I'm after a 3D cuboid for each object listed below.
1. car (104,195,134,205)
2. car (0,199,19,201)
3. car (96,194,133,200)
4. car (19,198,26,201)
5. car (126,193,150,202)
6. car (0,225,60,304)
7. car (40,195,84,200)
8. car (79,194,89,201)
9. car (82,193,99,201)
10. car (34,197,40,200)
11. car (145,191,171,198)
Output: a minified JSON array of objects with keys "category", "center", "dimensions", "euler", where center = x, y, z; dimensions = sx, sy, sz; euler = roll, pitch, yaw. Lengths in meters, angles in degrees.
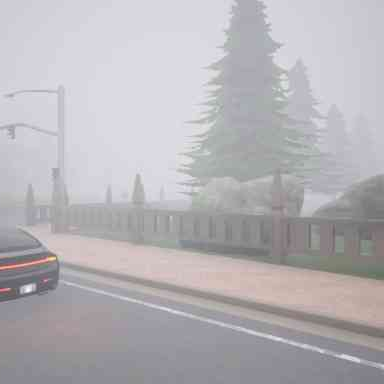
[{"category":"car","center":[-12.647,1.384,57.722],"dimensions":[2.128,1.511,4.902],"euler":[0,2,36]},{"category":"car","center":[-22.619,1.564,37.788],"dimensions":[1.994,1.385,4.181],"euler":[0,0,36]},{"category":"car","center":[-12.151,1.479,52.399],"dimensions":[1.837,1.490,4.892],"euler":[0,1,36]},{"category":"car","center":[-23.999,1.547,41.863],"dimensions":[2.033,1.411,5.357],"euler":[0,0,36]},{"category":"car","center":[-10.744,1.039,66.352],"dimensions":[1.837,1.490,4.892],"euler":[0,4,36]},{"category":"car","center":[-4.937,1.505,7.460],"dimensions":[4.892,1.490,1.837],"euler":[0,0,36]},{"category":"car","center":[-17.514,1.526,44.898],"dimensions":[1.812,1.442,4.674],"euler":[0,0,36]},{"category":"car","center":[-18.505,1.491,49.524],"dimensions":[2.128,1.511,4.902],"euler":[0,0,36]},{"category":"car","center":[-17.997,1.197,56.242],"dimensions":[2.150,2.045,5.566],"euler":[0,1,36]},{"category":"car","center":[-23.699,1.505,48.285],"dimensions":[1.837,1.490,4.892],"euler":[0,0,36]},{"category":"car","center":[-5.986,0.844,60.996],"dimensions":[2.150,2.045,5.566],"euler":[0,3,36]}]
